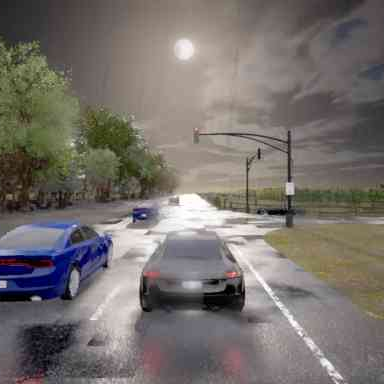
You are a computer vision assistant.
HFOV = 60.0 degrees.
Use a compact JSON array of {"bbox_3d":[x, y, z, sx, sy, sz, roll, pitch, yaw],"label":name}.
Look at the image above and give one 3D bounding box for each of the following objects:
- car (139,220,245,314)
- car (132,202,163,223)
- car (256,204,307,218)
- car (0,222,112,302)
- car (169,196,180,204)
[{"bbox_3d":[0.011,1.566,7.725,1.994,1.385,4.181,0,0,0],"label":"car"},{"bbox_3d":[-3.365,1.484,25.854,1.882,1.535,5.008,0,0,0],"label":"car"},{"bbox_3d":[8.578,1.769,32.157,4.718,1.301,1.895,0,-1,15],"label":"car"},{"bbox_3d":[-3.388,1.480,8.366,1.882,1.535,5.008,0,0,0],"label":"car"},{"bbox_3d":[-3.314,1.497,62.725,2.128,1.511,4.902,0,0,0],"label":"car"}]
